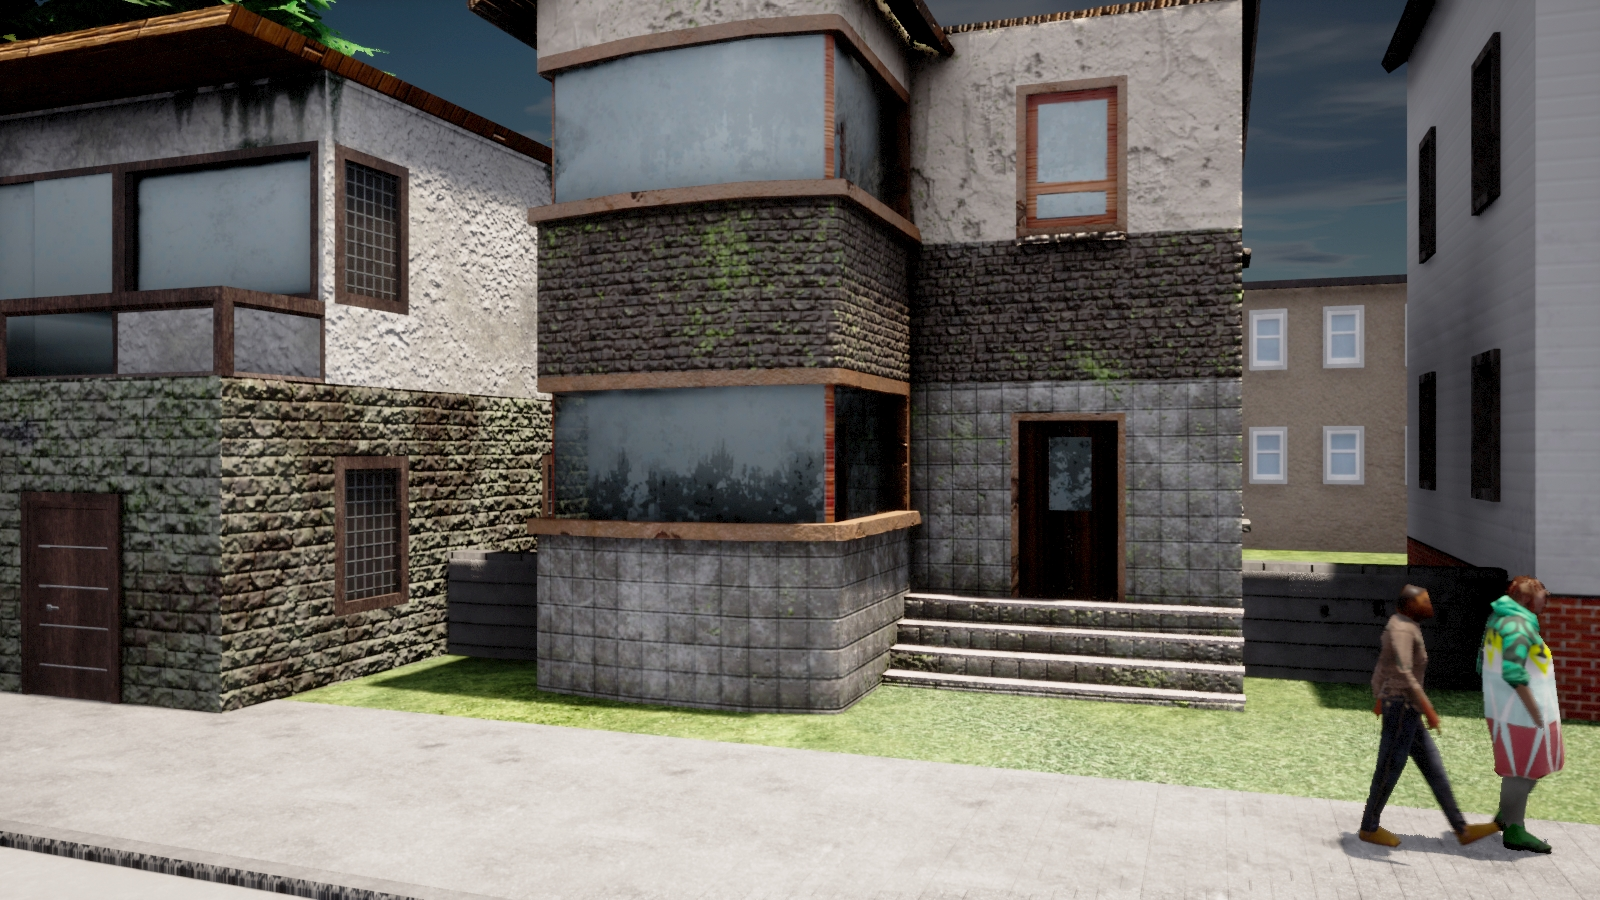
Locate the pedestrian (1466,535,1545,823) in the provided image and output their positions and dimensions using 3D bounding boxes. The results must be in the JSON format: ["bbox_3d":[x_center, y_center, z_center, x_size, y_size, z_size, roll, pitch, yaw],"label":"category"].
[{"bbox_3d":[4.777,1.524,7.750,0.375,1.860,0.375,0,0,18],"label":"pedestrian"}]

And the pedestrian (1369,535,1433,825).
[{"bbox_3d":[4.064,1.525,7.735,0.375,1.860,0.375,0,0,28],"label":"pedestrian"}]
